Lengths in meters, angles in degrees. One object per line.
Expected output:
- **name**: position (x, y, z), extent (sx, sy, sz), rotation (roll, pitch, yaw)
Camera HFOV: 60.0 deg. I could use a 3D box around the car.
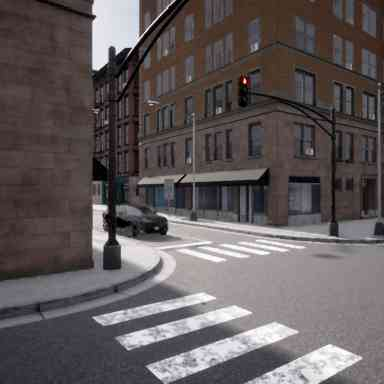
- **car**: position (-3.070, 1.387, 17.384), extent (1.882, 1.535, 5.008), rotation (0, 0, -36)
